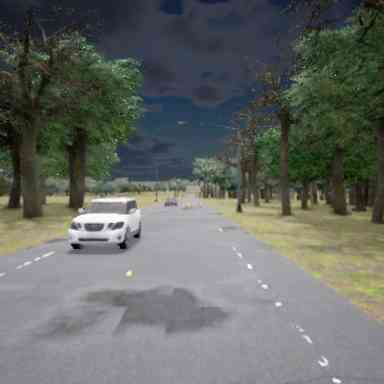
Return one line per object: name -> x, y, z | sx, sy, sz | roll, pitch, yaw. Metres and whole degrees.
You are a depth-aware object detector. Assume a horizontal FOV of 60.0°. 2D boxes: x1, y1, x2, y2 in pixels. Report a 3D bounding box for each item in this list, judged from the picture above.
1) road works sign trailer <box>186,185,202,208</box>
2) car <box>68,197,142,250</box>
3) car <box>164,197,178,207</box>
road works sign trailer -> 0.180, 0.655, 50.699 | 2.380, 3.560, 2.880 | 0, 0, -8
car -> -3.604, 1.265, 14.895 | 2.150, 2.045, 5.566 | 0, 0, 0
car -> -3.566, 1.571, 56.831 | 2.097, 1.767, 4.553 | 0, 0, 0
